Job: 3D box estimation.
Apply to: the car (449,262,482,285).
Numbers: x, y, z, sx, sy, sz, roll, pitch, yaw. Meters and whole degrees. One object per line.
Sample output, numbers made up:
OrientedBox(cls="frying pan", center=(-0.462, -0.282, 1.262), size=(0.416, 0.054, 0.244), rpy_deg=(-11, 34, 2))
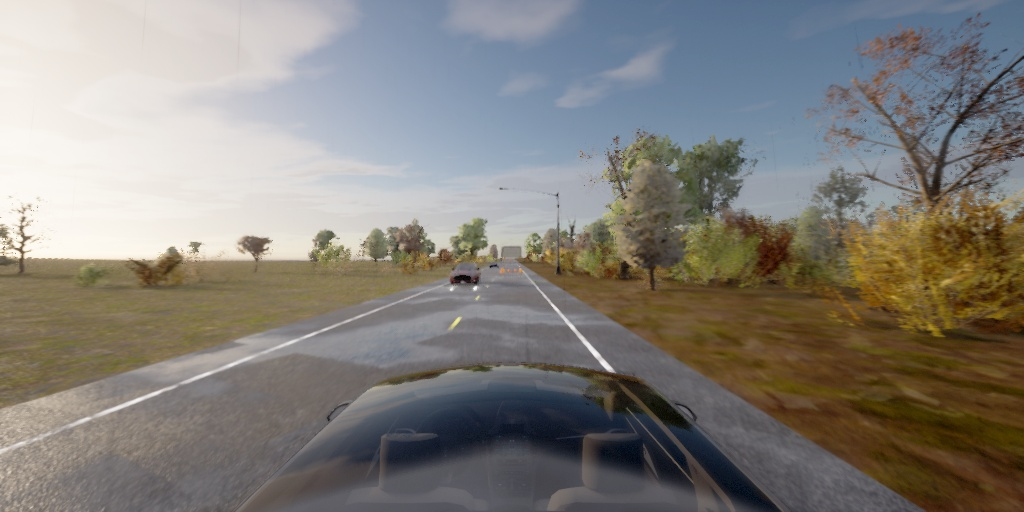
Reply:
OrientedBox(cls="car", center=(-3.590, 1.318, 28.321), size=(2.097, 1.767, 4.553), rpy_deg=(0, 0, 0))

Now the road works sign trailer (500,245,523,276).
OrientedBox(cls="road works sign trailer", center=(0.000, 0.538, 42.386), size=(2.380, 3.560, 2.880), rpy_deg=(0, 0, 0))
